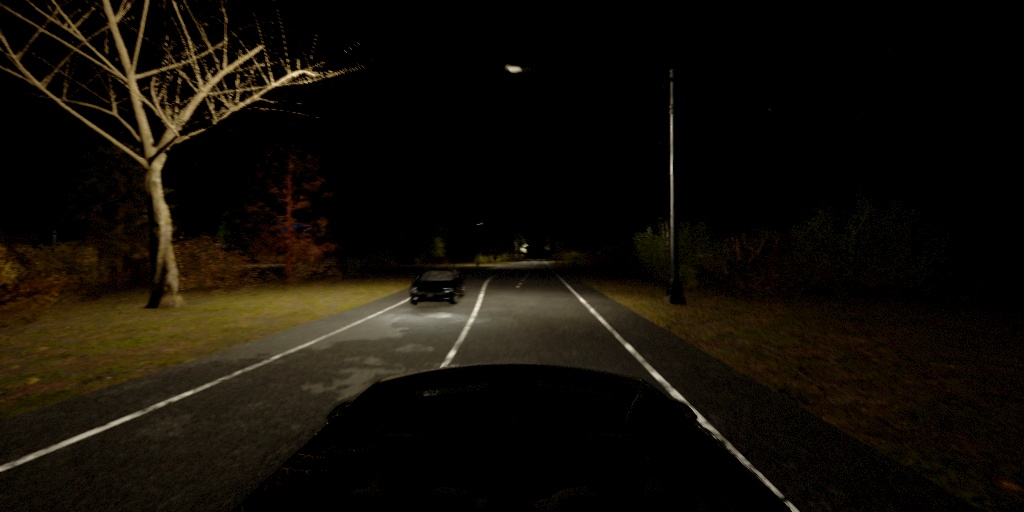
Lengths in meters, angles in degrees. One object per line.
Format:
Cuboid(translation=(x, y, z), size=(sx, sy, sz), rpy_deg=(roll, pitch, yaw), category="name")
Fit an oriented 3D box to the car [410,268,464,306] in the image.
Cuboid(translation=(-3.339, 1.320, 16.701), size=(1.882, 1.535, 5.008), rpy_deg=(0, 0, -2), category="car")
